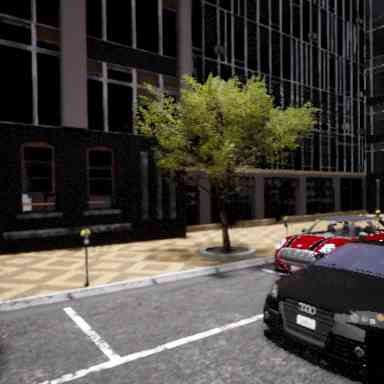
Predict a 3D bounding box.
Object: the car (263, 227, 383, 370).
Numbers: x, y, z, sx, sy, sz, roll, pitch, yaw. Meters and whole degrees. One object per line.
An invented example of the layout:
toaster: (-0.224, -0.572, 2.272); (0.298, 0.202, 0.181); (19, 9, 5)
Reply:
car: (3.171, 1.560, 5.618); (4.181, 1.385, 1.994); (0, 0, -35)

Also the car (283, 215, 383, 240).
car: (4.264, 1.435, 9.634); (4.097, 1.590, 1.967); (0, -1, -35)
